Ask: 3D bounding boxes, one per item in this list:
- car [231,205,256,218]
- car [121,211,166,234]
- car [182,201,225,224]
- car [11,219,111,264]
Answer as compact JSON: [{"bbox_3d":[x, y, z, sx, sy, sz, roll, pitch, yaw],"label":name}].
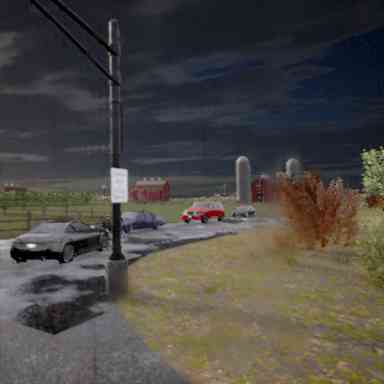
[{"bbox_3d":[6.441,2.378,40.963,1.837,1.490,4.892,-1,-2,30],"label":"car"},{"bbox_3d":[-3.934,2.022,23.119,2.033,1.411,5.357,-1,-2,30],"label":"car"},{"bbox_3d":[1.204,1.894,31.969,2.150,2.045,5.566,-1,-2,31],"label":"car"},{"bbox_3d":[-4.766,1.759,12.701,1.994,1.385,4.181,-1,-2,12],"label":"car"}]
